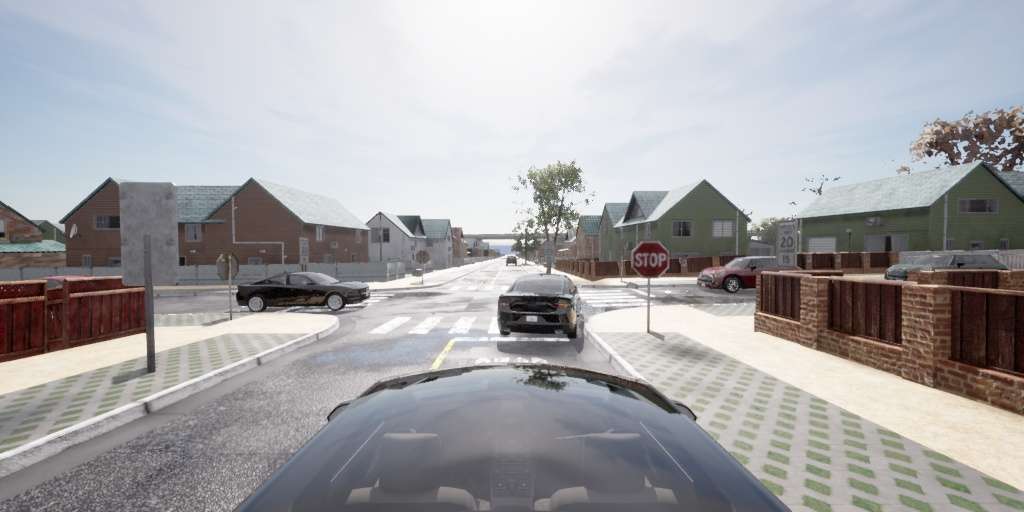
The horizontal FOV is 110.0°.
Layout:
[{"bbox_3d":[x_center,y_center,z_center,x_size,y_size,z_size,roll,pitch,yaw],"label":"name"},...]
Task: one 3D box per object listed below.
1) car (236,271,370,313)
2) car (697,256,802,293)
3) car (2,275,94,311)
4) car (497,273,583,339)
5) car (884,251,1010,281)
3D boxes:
[{"bbox_3d":[-8.484,1.377,14.794,5.008,1.535,1.882,-1,2,0],"label":"car"},{"bbox_3d":[11.787,0.820,17.902,4.553,1.767,2.097,-1,2,0],"label":"car"},{"bbox_3d":[-18.037,1.546,14.720,5.008,1.535,1.882,-1,2,0],"label":"car"},{"bbox_3d":[0.948,1.224,10.279,1.882,1.535,5.008,0,0,12],"label":"car"},{"bbox_3d":[21.682,0.646,17.985,4.553,1.767,2.097,-1,2,0],"label":"car"}]
